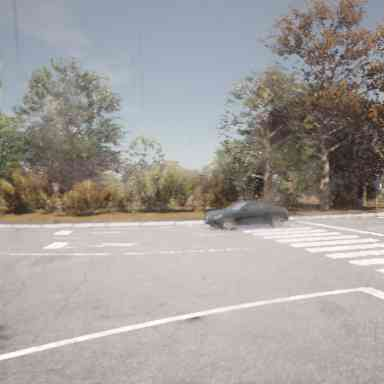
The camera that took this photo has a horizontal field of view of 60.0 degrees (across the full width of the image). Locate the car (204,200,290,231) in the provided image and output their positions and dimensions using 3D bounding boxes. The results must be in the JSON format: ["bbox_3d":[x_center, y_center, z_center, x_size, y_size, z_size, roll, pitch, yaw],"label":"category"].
[{"bbox_3d":[2.968,1.187,17.870,4.674,1.442,1.812,-1,1,-18],"label":"car"}]
